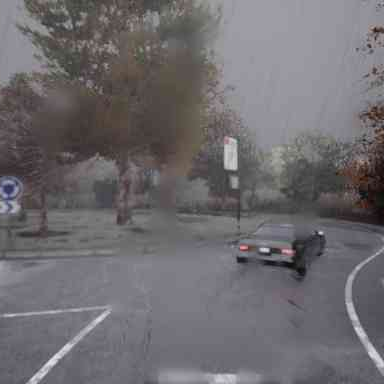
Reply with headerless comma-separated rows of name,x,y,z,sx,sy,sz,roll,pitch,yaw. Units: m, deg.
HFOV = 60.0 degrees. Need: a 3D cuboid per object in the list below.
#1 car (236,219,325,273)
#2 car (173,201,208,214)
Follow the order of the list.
car,3.187,1.639,11.205,2.033,1.411,5.357,0,-1,29
car,-0.487,1.813,39.921,4.892,1.490,1.837,0,-2,28
